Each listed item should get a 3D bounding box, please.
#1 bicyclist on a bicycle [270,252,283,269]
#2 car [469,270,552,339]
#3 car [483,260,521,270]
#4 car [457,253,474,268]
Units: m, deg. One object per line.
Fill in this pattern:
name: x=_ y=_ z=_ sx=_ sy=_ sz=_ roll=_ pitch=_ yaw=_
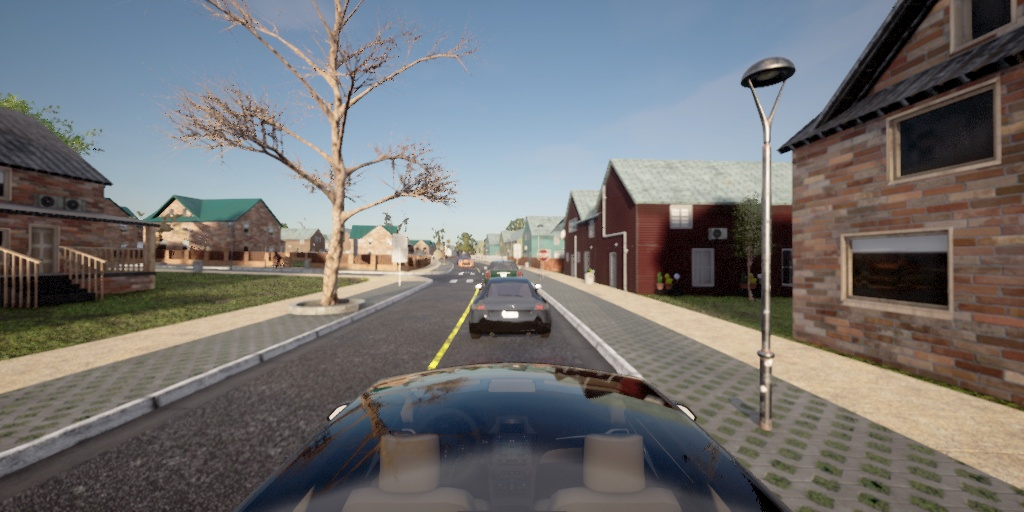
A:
bicyclist on a bicycle: x=-22.894 y=0.419 z=34.914 sx=0.582 sy=1.620 sz=1.656 roll=1 pitch=0 yaw=6
car: x=-0.089 y=1.264 z=9.959 sx=1.994 sy=1.385 sz=4.181 roll=0 pitch=0 yaw=-2
car: x=-0.527 y=0.991 z=20.116 sx=2.097 sy=1.767 sz=4.553 roll=0 pitch=0 yaw=-3
car: x=-6.541 y=0.800 z=50.910 sx=2.097 sy=1.767 sz=4.553 roll=0 pitch=0 yaw=-8
